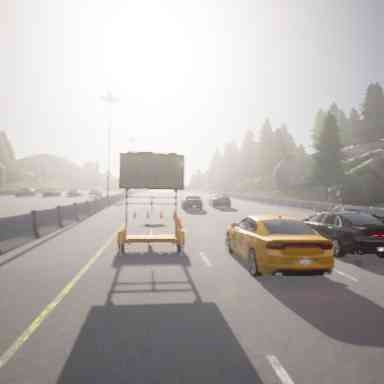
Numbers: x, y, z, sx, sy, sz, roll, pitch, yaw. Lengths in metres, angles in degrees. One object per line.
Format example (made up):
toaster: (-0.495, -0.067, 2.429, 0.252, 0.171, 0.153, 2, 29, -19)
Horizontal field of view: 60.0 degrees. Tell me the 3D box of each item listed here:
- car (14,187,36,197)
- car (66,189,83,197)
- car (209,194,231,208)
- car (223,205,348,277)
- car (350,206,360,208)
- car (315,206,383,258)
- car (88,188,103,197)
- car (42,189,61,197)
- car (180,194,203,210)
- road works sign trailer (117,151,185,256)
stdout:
car: (-26.888, 0.016, 53.681, 1.837, 1.490, 4.892, 1, 1, -5)
car: (-20.237, 0.115, 57.503, 1.994, 1.385, 4.181, 1, 1, -5)
car: (3.084, 0.962, 37.288, 2.128, 1.511, 4.902, 1, 1, -6)
car: (2.357, 1.421, 10.127, 1.882, 1.535, 5.008, 1, 1, -6)
car: (8.525, 1.488, 18.561, 2.033, 1.411, 5.357, 1, 1, -6)
car: (5.611, 1.478, 12.689, 1.837, 1.490, 4.892, 1, 1, -6)
car: (-16.782, 0.094, 58.149, 2.128, 1.511, 4.902, 1, 1, -5)
car: (-23.581, 0.127, 55.833, 1.895, 1.301, 4.718, 1, 1, -5)
car: (-0.044, 1.004, 33.488, 1.837, 1.490, 4.892, 1, 2, -6)
road works sign trailer: (-1.500, 0.309, 12.354, 2.380, 3.560, 2.880, 1, 1, -8)
